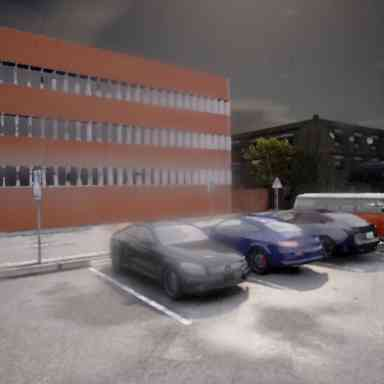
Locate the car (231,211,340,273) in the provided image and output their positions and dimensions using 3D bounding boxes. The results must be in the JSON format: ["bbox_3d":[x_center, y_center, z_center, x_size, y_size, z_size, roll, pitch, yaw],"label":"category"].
[{"bbox_3d":[1.695,1.402,10.194,2.002,1.452,4.674,-1,1,-36],"label":"car"}]

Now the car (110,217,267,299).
[{"bbox_3d":[-0.608,1.449,8.557,2.002,1.452,4.674,-1,1,-36],"label":"car"}]

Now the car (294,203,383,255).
[{"bbox_3d":[3.976,1.344,11.861,2.163,1.488,4.792,-1,1,-36],"label":"car"}]

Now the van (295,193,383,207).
[{"bbox_3d":[6.357,1.041,13.382,1.878,1.987,4.442,-1,1,-36],"label":"van"}]
